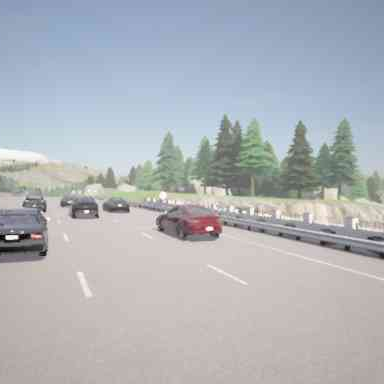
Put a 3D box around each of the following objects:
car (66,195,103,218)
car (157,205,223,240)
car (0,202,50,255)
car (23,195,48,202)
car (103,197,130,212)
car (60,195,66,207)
[{"bbox_3d":[-8.338,1.111,25.461,1.837,1.490,4.892,1,0,-24],"label":"car"},{"bbox_3d":[-0.213,1.314,15.732,1.812,1.442,4.674,1,1,-24],"label":"car"},{"bbox_3d":[-6.033,1.278,11.585,2.033,1.411,5.357,1,1,-24],"label":"car"},{"bbox_3d":[-14.535,1.003,30.823,2.128,1.511,4.902,1,0,-24],"label":"car"},{"bbox_3d":[-7.310,1.170,31.789,1.994,1.385,4.181,1,0,-24],"label":"car"},{"bbox_3d":[-14.557,1.057,39.530,1.994,1.385,4.181,1,0,-24],"label":"car"}]
